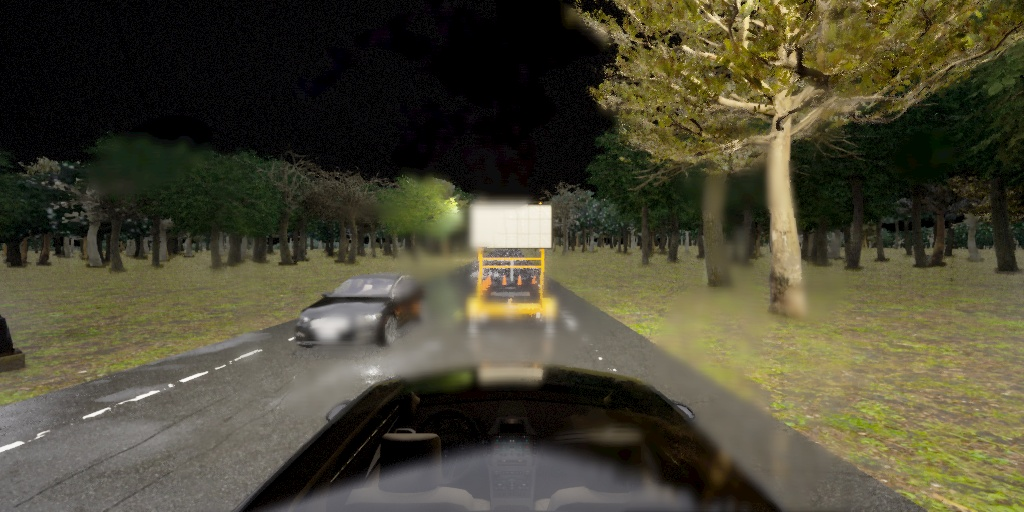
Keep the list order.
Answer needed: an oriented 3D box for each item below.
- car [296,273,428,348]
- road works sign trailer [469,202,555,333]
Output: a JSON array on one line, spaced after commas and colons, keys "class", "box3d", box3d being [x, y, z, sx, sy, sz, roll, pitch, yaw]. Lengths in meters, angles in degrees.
[{"class": "car", "box3d": [-3.503, 1.227, 9.285, 2.128, 1.511, 4.902, 0, 0, 0]}, {"class": "road works sign trailer", "box3d": [-0.004, 0.194, 10.718, 2.380, 3.560, 2.880, 0, 0, 0]}]
